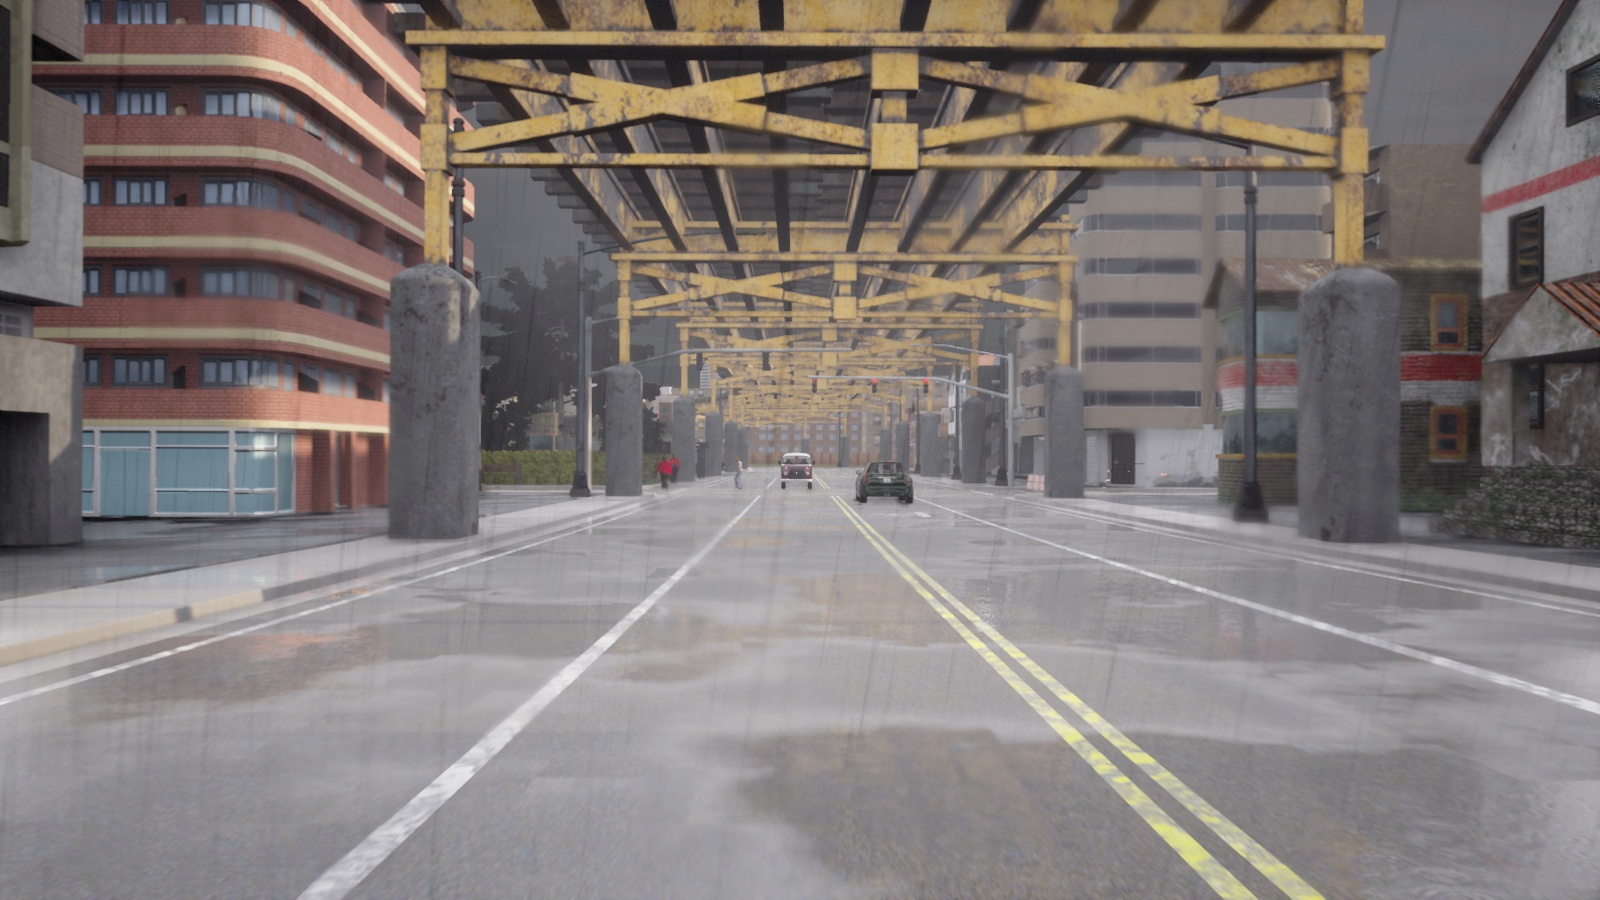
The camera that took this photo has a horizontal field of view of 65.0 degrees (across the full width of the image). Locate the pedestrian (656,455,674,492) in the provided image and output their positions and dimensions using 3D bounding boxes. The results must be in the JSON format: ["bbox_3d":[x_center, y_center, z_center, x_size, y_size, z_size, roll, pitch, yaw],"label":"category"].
[{"bbox_3d":[-6.796,1.200,63.200,0.634,1.844,0.899,0,0,-27],"label":"pedestrian"}]

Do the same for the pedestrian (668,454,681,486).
[{"bbox_3d":[-7.296,1.137,72.978,0.634,1.844,0.899,0,0,-16],"label":"pedestrian"}]

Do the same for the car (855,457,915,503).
[{"bbox_3d":[3.370,1.191,50.801,2.097,1.767,4.553,0,0,0],"label":"car"}]

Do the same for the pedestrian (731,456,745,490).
[{"bbox_3d":[-3.402,1.252,69.121,0.706,1.836,0.354,0,0,6],"label":"pedestrian"}]

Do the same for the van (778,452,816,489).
[{"bbox_3d":[-0.183,1.182,71.512,2.069,2.038,4.480,0,-1,0],"label":"van"}]
